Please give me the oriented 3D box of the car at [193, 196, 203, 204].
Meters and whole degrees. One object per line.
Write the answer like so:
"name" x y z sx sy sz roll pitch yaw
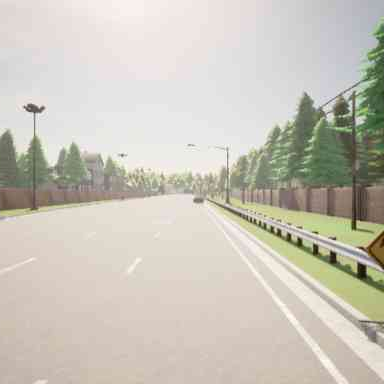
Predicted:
"car" 1.225 1.508 64.654 1.882 1.535 5.008 0 0 0

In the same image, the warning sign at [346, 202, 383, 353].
"warning sign" 3.050 1.088 4.654 1.300 1.860 1.060 0 0 0
